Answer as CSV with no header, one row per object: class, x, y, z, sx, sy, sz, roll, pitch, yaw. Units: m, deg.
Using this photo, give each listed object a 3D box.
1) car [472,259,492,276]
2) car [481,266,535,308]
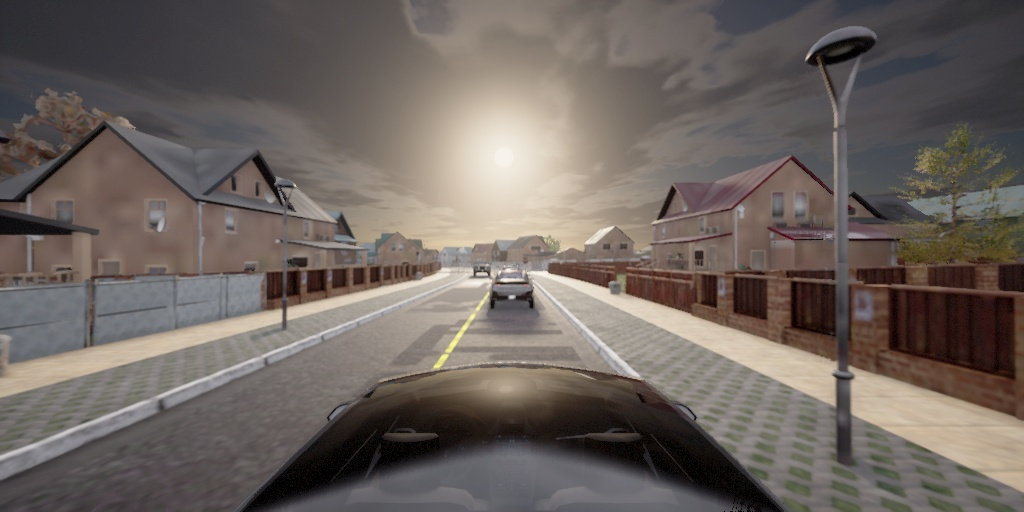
car,-3.820,1.447,45.357,2.150,2.045,5.566,0,-1,-6
car,0.004,1.389,16.137,2.128,1.511,4.902,0,-1,0
